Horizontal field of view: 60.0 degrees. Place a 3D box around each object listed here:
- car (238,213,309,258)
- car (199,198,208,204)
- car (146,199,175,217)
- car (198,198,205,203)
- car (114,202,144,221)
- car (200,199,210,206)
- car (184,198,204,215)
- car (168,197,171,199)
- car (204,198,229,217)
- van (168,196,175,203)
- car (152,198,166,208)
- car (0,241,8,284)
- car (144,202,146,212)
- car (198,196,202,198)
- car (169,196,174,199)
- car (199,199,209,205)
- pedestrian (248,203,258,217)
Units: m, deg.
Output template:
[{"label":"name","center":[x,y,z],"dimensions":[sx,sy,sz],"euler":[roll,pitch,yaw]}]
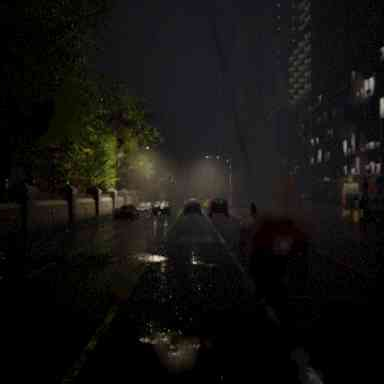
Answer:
[{"label":"car","center":[3.000,1.578,13.191],"dimensions":[1.882,1.535,5.008],"euler":[0,0,0]},{"label":"car","center":[2.694,2.195,80.063],"dimensions":[1.887,1.381,4.507],"euler":[0,-1,0]},{"label":"car","center":[-3.094,1.757,34.242],"dimensions":[2.128,1.511,4.902],"euler":[0,0,0]},{"label":"car","center":[2.695,2.280,91.497],"dimensions":[1.752,1.417,4.829],"euler":[0,-1,0]},{"label":"car","center":[-5.690,1.810,29.375],"dimensions":[1.802,1.307,4.206],"euler":[0,0,0]},{"label":"car","center":[2.693,2.092,68.798],"dimensions":[1.887,1.381,4.507],"euler":[0,-1,0]},{"label":"car","center":[0.080,1.770,37.641],"dimensions":[1.882,1.535,5.008],"euler":[0,0,0]},{"label":"car","center":[-5.687,2.048,63.167],"dimensions":[2.008,1.369,4.403],"euler":[0,0,0]},{"label":"car","center":[2.691,1.587,35.009],"dimensions":[2.192,1.841,5.009],"euler":[0,0,0]},{"label":"van","center":[-5.685,2.095,91.329],"dimensions":[1.690,1.788,3.998],"euler":[0,-1,0]},{"label":"car","center":[-5.687,1.890,57.537],"dimensions":[1.967,1.590,4.097],"euler":[0,0,0]},{"label":"car","center":[-5.692,1.492,6.847],"dimensions":[1.967,1.590,4.097],"euler":[0,0,0]},{"label":"car","center":[-5.689,1.867,40.641],"dimensions":[2.008,1.369,4.403],"euler":[0,0,0]},{"label":"car","center":[0.016,1.731,48.810],"dimensions":[2.097,1.767,4.553],"euler":[0,-1,0]},{"label":"car","center":[-5.687,2.181,74.431],"dimensions":[1.802,1.307,4.206],"euler":[0,-1,0]},{"label":"car","center":[2.694,2.164,74.430],"dimensions":[1.947,1.339,4.313],"euler":[0,-1,0]},{"label":"pedestrian","center":[2.978,1.418,16.195],"dimensions":[0.375,1.860,0.375],"euler":[0,0,-3]}]
